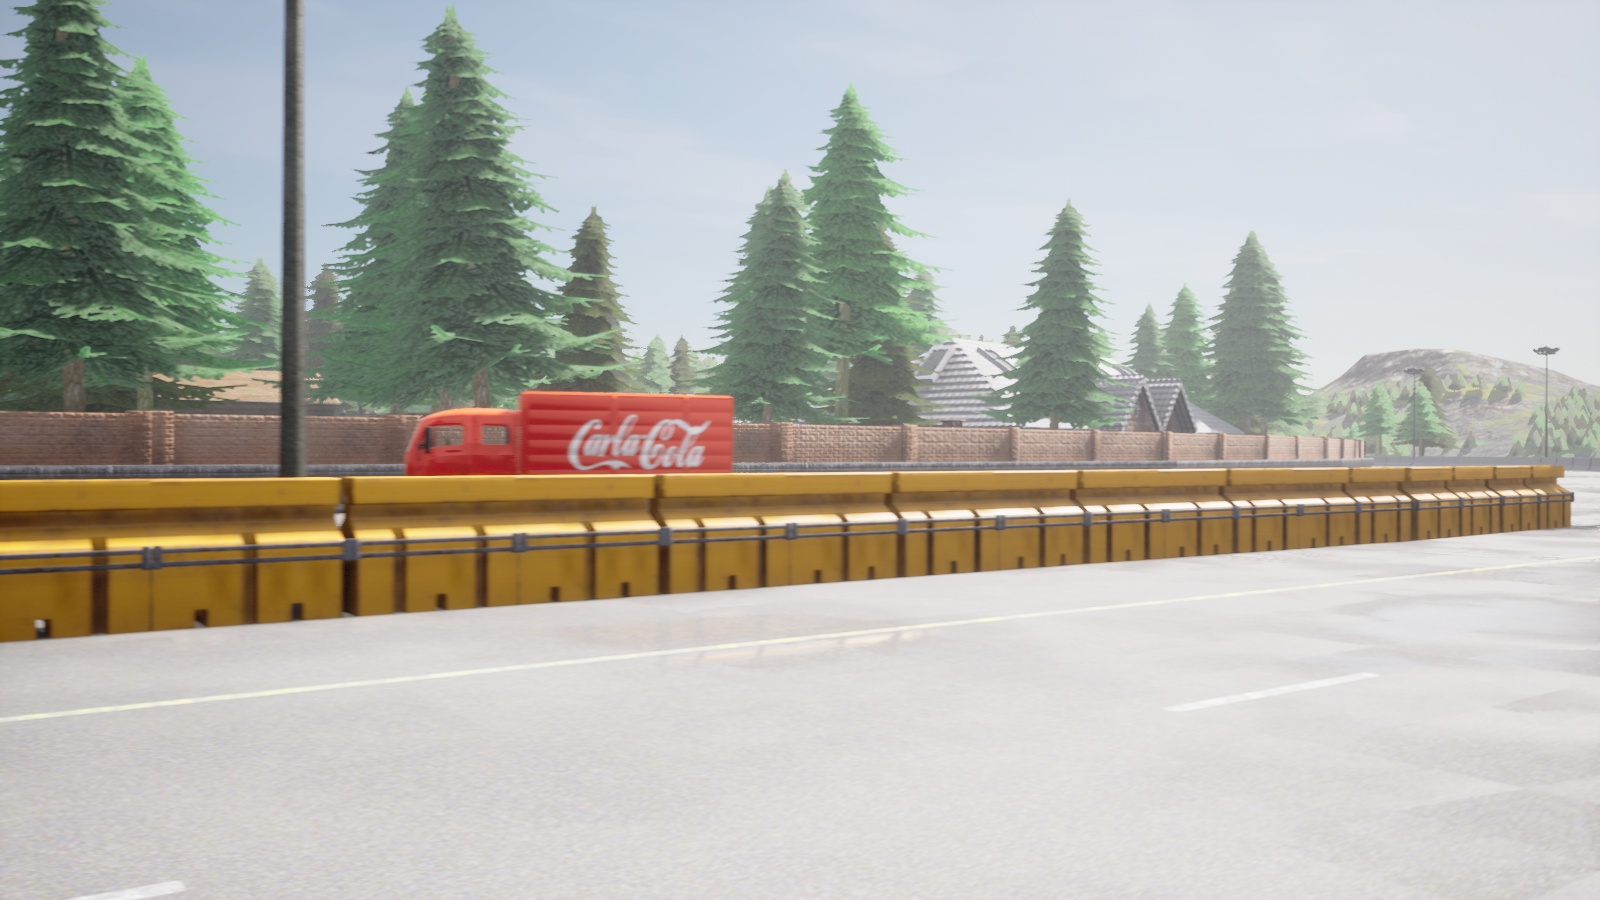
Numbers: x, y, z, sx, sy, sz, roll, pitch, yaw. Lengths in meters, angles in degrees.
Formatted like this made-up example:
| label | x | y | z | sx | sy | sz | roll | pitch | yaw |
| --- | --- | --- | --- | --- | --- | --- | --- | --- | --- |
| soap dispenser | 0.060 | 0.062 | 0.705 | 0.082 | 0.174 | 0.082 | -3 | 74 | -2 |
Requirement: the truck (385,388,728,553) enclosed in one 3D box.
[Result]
| label | x | y | z | sx | sy | sz | roll | pitch | yaw |
| --- | --- | --- | --- | --- | --- | --- | --- | --- | --- |
| truck | -3.991 | 0.314 | 20.659 | 5.204 | 2.467 | 2.627 | 0 | 0 | -14 |
